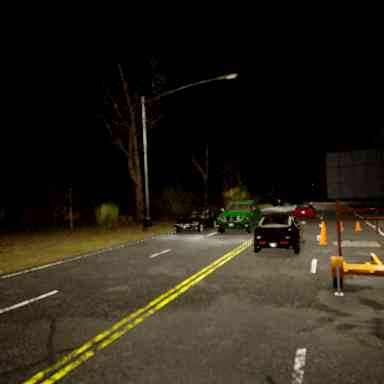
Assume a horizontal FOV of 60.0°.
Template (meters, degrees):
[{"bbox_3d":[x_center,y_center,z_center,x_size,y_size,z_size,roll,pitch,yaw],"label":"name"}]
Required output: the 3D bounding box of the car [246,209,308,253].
[{"bbox_3d":[3.989,1.767,15.017,1.837,1.490,4.892,-3,-1,21],"label":"car"}]

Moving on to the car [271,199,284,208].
[{"bbox_3d":[15.934,2.068,62.145,2.128,1.511,4.902,-3,-1,23],"label":"car"}]

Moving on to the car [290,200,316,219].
[{"bbox_3d":[10.928,1.835,32.266,1.994,1.385,4.181,-3,-1,22],"label":"car"}]

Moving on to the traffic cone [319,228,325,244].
[{"bbox_3d":[6.136,2.131,15.635,0.340,0.580,0.340,-3,-1,22],"label":"traffic cone"}]

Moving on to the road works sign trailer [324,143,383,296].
[{"bbox_3d":[4.790,0.566,8.662,2.380,3.560,2.880,-3,-1,22],"label":"road works sign trailer"}]

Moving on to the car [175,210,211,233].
[{"bbox_3d":[0.391,2.083,24.081,1.837,1.490,4.892,-3,-1,22],"label":"car"}]

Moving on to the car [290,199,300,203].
[{"bbox_3d":[19.241,1.948,61.617,1.812,1.442,4.674,-3,-1,23],"label":"car"}]

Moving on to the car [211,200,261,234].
[{"bbox_3d":[3.392,1.648,22.880,2.150,2.045,5.566,-3,-1,22],"label":"car"}]
